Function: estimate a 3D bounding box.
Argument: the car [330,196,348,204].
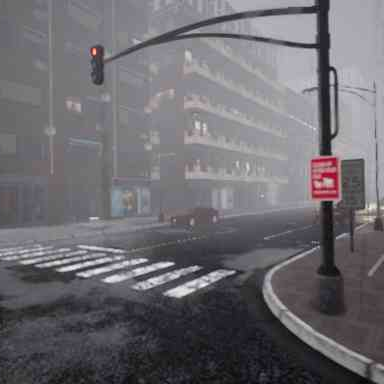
[{"bbox_3d":[25.828,1.433,58.212,1.947,1.339,4.313,-1,-1,36],"label":"car"}]

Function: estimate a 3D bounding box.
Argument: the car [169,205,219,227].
[{"bbox_3d":[0.201,1.609,23.530,1.887,1.381,4.507,-1,0,36],"label":"car"}]

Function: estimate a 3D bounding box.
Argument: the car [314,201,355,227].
[{"bbox_3d":[9.125,1.404,21.135,1.887,1.381,4.507,-1,0,36],"label":"car"}]

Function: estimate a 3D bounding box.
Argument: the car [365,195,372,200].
[{"bbox_3d":[42.645,1.312,81.113,1.947,1.339,4.313,-1,-1,36],"label":"car"}]

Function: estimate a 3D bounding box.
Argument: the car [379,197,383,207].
[{"bbox_3d":[25.956,1.257,44.231,1.752,1.417,4.829,-1,-1,36],"label":"car"}]
